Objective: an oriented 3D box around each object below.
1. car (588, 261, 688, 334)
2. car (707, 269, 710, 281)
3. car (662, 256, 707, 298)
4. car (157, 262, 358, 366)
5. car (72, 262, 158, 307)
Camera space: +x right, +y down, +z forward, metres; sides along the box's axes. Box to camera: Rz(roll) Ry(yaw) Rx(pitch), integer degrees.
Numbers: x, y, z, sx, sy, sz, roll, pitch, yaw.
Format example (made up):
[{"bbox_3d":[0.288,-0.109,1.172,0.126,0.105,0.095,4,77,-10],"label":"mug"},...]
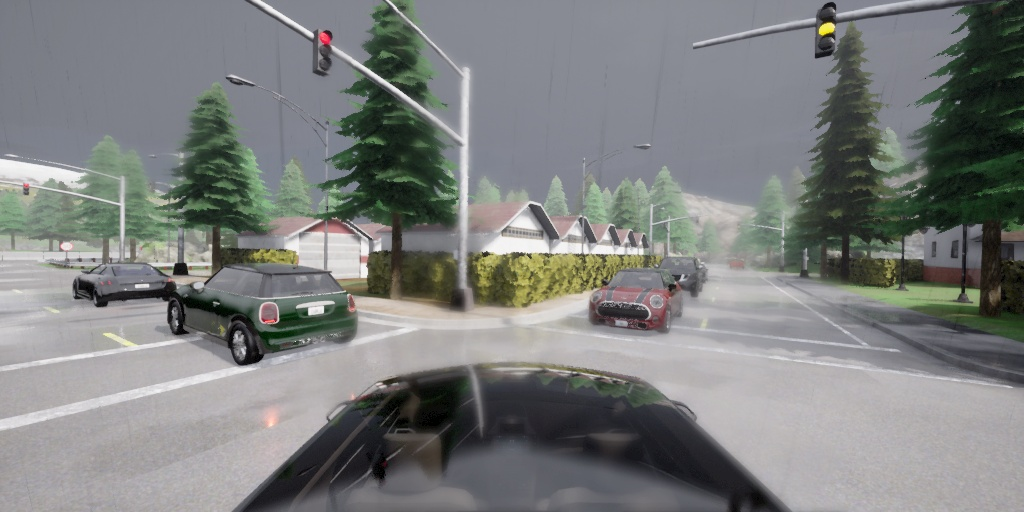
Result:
[{"bbox_3d":[4.033,1.172,11.280,2.097,1.767,4.553,1,1,31],"label":"car"},{"bbox_3d":[14.640,1.338,28.787,1.837,1.490,4.892,1,1,31],"label":"car"},{"bbox_3d":[9.342,1.048,20.036,2.150,2.045,5.566,1,1,31],"label":"car"},{"bbox_3d":[-5.527,0.923,7.888,4.553,1.767,2.097,4,2,31],"label":"car"},{"bbox_3d":[-14.104,0.911,13.045,4.181,1.385,1.994,2,1,31],"label":"car"}]
